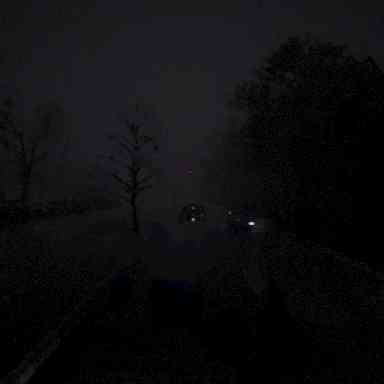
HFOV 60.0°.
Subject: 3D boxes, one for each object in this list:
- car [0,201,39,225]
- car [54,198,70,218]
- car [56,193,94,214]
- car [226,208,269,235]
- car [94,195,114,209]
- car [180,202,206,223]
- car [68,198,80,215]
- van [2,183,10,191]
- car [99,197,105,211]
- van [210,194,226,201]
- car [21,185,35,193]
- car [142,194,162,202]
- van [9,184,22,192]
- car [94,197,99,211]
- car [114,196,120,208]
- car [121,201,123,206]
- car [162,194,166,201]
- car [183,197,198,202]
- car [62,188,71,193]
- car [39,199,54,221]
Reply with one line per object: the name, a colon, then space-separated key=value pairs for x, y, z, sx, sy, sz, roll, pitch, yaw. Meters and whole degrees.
car: x=-13.778 y=1.442 z=23.834 sx=4.553 sy=1.767 sz=2.185 roll=-1 pitch=0 yaw=-20
car: x=-13.811 y=1.613 z=29.829 sx=4.892 sy=1.521 sz=2.231 roll=-1 pitch=-1 yaw=-20
car: x=-13.829 y=1.410 z=35.819 sx=5.566 sy=2.045 sz=2.435 roll=-1 pitch=0 yaw=-20
car: x=3.097 y=1.614 z=19.237 sx=1.994 sy=1.385 sz=4.181 roll=0 pitch=0 yaw=0
car: x=-13.802 y=1.488 z=44.832 sx=5.566 sy=2.045 sz=2.435 roll=-1 pitch=0 yaw=-20
car: x=0.096 y=1.691 z=25.885 sx=1.895 sy=1.301 sz=4.718 roll=0 pitch=0 yaw=0
car: x=-13.828 y=1.665 z=32.813 sx=4.792 sy=1.488 sz=2.163 roll=-1 pitch=0 yaw=-20
van: x=-46.184 y=-1.271 z=82.645 sx=1.878 sy=1.987 sz=4.442 roll=7 pitch=-3 yaw=-19
car: x=-13.781 y=1.753 z=41.833 sx=4.674 sy=1.452 sz=2.002 roll=-1 pitch=0 yaw=-20
van: x=7.253 y=1.618 z=94.292 sx=4.442 sy=1.987 sz=1.878 roll=1 pitch=0 yaw=-14
car: x=-40.223 y=-0.499 z=82.673 sx=2.231 sy=1.521 sz=4.892 roll=6 pitch=-3 yaw=-19
car: x=-11.473 y=1.915 z=91.688 sx=4.792 sy=1.488 sz=2.163 roll=-1 pitch=0 yaw=-15
van: x=-43.168 y=-0.998 z=82.616 sx=1.878 sy=1.987 sz=4.442 roll=7 pitch=-3 yaw=-19
car: x=-13.969 y=1.685 z=38.767 sx=5.366 sy=1.575 sz=1.946 roll=-1 pitch=0 yaw=-20
car: x=-13.730 y=1.514 z=47.868 sx=5.566 sy=2.045 sz=2.435 roll=-1 pitch=-1 yaw=-20
car: x=-13.641 y=1.693 z=53.881 sx=4.553 sy=1.767 sz=2.185 roll=-1 pitch=0 yaw=-19
car: x=-10.830 y=1.893 z=94.680 sx=5.366 sy=1.575 sz=1.946 roll=-1 pitch=-1 yaw=-15
car: x=0.116 y=1.747 z=41.849 sx=1.812 sy=1.442 sz=4.674 roll=0 pitch=0 yaw=0
car: x=-31.185 y=0.067 z=82.622 sx=2.435 sy=2.045 sz=5.566 roll=6 pitch=-3 yaw=-19
car: x=-13.839 y=1.463 z=26.820 sx=4.553 sy=1.767 sz=2.185 roll=-1 pitch=-1 yaw=-20
